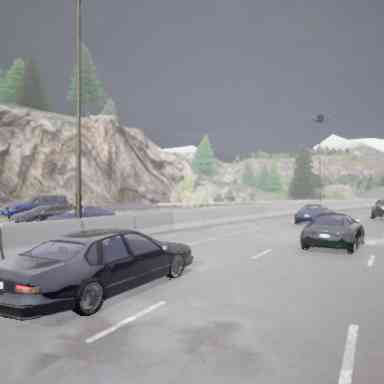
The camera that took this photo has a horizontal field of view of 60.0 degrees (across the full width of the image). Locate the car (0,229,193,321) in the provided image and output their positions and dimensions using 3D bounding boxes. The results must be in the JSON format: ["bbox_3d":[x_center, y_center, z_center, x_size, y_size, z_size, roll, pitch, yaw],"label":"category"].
[{"bbox_3d":[-1.965,1.570,7.657,2.033,1.411,5.357,0,0,29],"label":"car"}]

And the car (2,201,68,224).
[{"bbox_3d":[-9.644,1.575,22.371,1.837,1.490,4.892,0,0,33],"label":"car"}]

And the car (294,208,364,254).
[{"bbox_3d":[5.968,1.590,13.957,1.994,1.385,4.181,0,0,33],"label":"car"}]

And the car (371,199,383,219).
[{"bbox_3d":[17.143,1.400,28.865,2.097,1.767,4.553,0,0,40],"label":"car"}]

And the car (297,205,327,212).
[{"bbox_3d":[9.086,1.612,24.461,1.994,1.385,4.181,0,0,37],"label":"car"}]

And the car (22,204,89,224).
[{"bbox_3d":[-10.890,1.684,26.910,1.895,1.301,4.718,0,0,34],"label":"car"}]

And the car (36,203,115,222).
[{"bbox_3d":[-6.730,1.587,20.441,1.812,1.442,4.674,0,0,33],"label":"car"}]

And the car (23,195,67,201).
[{"bbox_3d":[-13.523,1.315,29.269,2.150,2.045,5.566,0,0,34],"label":"car"}]
